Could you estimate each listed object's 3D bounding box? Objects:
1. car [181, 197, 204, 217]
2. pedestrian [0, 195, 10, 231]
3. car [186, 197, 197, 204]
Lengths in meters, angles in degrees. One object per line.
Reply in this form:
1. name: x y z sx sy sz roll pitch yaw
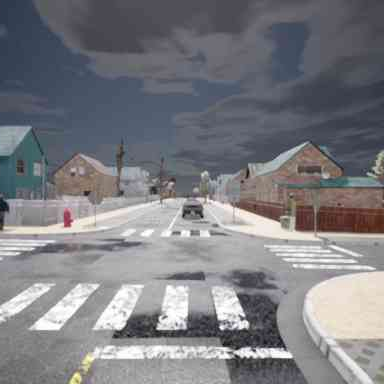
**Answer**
1. car: 0.057 1.519 31.239 1.837 1.490 4.892 0 0 0
2. pedestrian: -9.651 1.020 16.876 0.375 1.860 0.375 0 -2 0
3. car: -0.089 1.674 65.931 1.994 1.385 4.181 0 0 0
